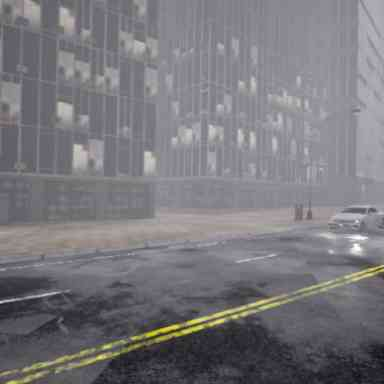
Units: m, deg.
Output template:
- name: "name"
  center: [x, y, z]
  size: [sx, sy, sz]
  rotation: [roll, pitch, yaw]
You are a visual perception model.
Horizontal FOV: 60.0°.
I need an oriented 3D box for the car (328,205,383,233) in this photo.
- name: "car"
  center: [9.959, 1.523, 19.811]
  size: [4.674, 1.442, 1.812]
  rotation: [0, 0, -40]
